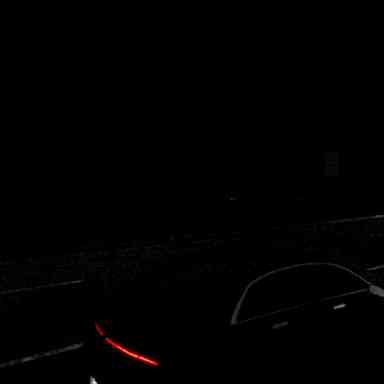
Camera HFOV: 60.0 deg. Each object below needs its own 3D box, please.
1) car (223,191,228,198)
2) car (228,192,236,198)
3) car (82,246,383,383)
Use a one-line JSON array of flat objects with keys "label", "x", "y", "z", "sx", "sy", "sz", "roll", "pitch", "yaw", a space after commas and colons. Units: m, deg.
[{"label": "car", "x": 4.829, "y": 0.788, "z": 70.027, "sx": 1.994, "sy": 1.385, "sz": 4.181, "roll": -1, "pitch": 1, "yaw": -37}, {"label": "car", "x": 7.619, "y": 0.641, "z": 72.137, "sx": 1.882, "sy": 1.535, "sz": 5.008, "roll": -1, "pitch": 1, "yaw": -37}, {"label": "car", "x": 1.106, "y": 1.489, "z": 4.397, "sx": 4.892, "sy": 1.490, "sz": 1.837, "roll": 0, "pitch": 0, "yaw": -35}]
